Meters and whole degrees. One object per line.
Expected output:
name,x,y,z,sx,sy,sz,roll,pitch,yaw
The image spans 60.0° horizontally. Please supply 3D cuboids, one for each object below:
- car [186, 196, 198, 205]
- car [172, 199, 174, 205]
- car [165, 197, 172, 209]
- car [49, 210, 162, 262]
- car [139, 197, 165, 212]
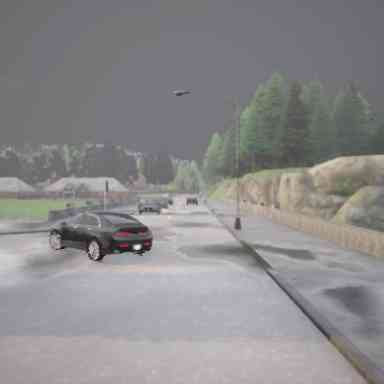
car,0.005,1.348,54.592,1.882,1.535,5.008,0,0,0
car,-3.995,1.474,53.538,1.895,1.301,4.718,0,0,0
car,-4.073,1.402,43.356,1.837,1.490,4.892,0,0,0
car,-3.433,1.475,12.105,4.892,1.490,1.837,0,-3,45
car,-4.092,1.485,33.341,1.994,1.385,4.181,0,0,0
